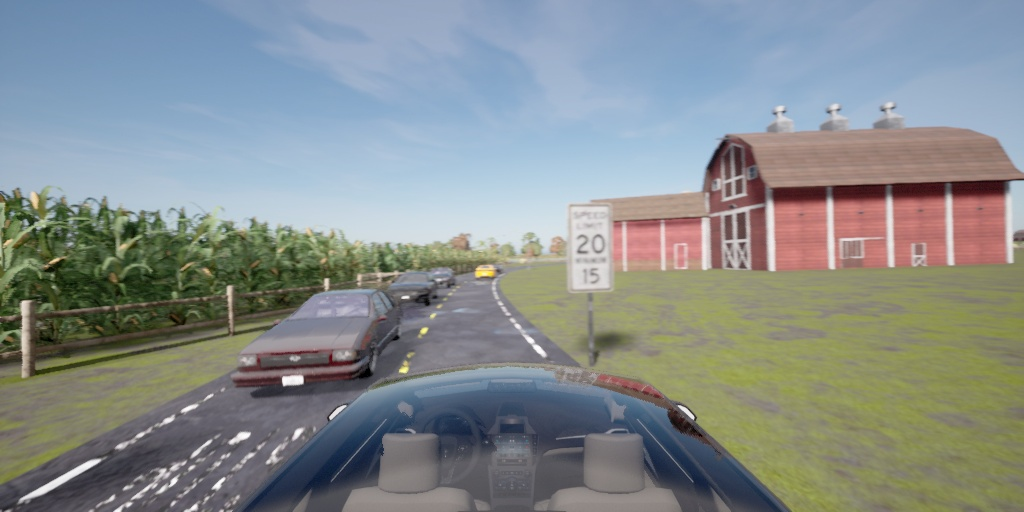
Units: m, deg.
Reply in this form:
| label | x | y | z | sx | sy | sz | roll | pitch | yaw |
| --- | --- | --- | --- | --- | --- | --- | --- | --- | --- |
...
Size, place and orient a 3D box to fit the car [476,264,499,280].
| label | x | y | z | sx | sy | sz | roll | pitch | yaw |
| --- | --- | --- | --- | --- | --- | --- | --- | --- | --- |
| car | -2.854 | 1.756 | 39.971 | 1.882 | 1.535 | 5.008 | -1 | 0 | 0 |

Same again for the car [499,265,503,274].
| label | x | y | z | sx | sy | sz | roll | pitch | yaw |
| --- | --- | --- | --- | --- | --- | --- | --- | --- | --- |
| car | -2.354 | 1.918 | 52.076 | 1.812 | 1.442 | 4.674 | -1 | -1 | 4 |

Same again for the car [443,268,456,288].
| label | x | y | z | sx | sy | sz | roll | pitch | yaw |
| --- | --- | --- | --- | --- | --- | --- | --- | --- | --- |
| car | -5.564 | 1.695 | 28.277 | 2.128 | 1.511 | 4.902 | -1 | -1 | -2 |

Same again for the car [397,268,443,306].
| label | x | y | z | sx | sy | sz | roll | pitch | yaw |
| --- | --- | --- | --- | --- | --- | --- | --- | --- | --- |
| car | -4.820 | 1.541 | 17.925 | 1.882 | 1.535 | 5.008 | -1 | -1 | -6 |

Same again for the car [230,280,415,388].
| label | x | y | z | sx | sy | sz | roll | pitch | yaw |
| --- | --- | --- | --- | --- | --- | --- | --- | --- | --- |
| car | -3.574 | 1.456 | 7.821 | 2.033 | 1.411 | 5.357 | -1 | -1 | -9 |
